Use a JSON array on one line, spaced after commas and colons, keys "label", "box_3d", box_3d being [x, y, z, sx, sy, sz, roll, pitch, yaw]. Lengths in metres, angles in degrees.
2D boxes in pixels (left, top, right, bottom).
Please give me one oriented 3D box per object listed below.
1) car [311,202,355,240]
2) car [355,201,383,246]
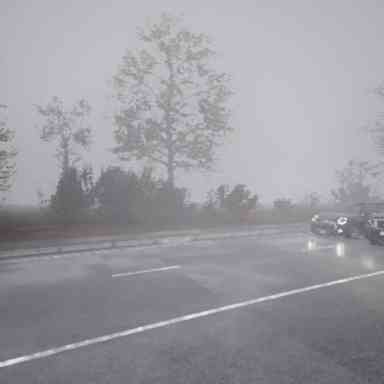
[{"label": "car", "box_3d": [8.187, 1.314, 16.762, 4.553, 1.767, 2.097, 0, 0, -27]}, {"label": "car", "box_3d": [9.587, 1.199, 13.605, 5.566, 2.045, 2.150, 0, 0, -27]}]
